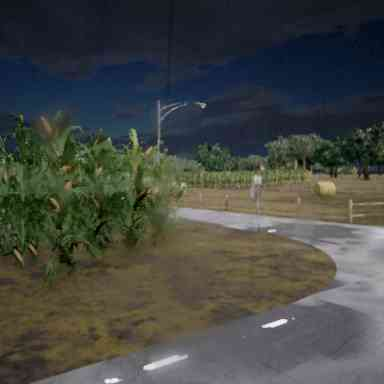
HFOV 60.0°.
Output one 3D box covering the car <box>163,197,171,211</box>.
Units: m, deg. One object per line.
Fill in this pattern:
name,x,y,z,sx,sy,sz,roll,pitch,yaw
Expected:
car,-4.074,0.627,29.866,2.150,2.045,5.566,-1,2,-35
